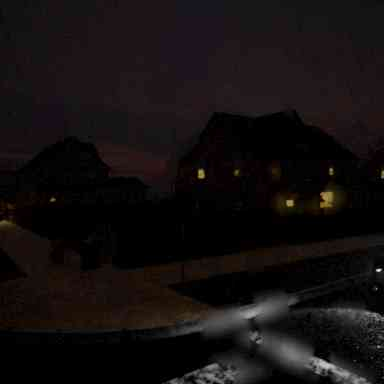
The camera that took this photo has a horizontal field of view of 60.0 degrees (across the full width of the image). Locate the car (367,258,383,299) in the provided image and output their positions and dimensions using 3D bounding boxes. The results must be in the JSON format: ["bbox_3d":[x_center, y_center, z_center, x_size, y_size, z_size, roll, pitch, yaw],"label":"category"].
[{"bbox_3d":[5.597,1.588,7.133,4.181,1.385,1.994,0,0,-36],"label":"car"}]
